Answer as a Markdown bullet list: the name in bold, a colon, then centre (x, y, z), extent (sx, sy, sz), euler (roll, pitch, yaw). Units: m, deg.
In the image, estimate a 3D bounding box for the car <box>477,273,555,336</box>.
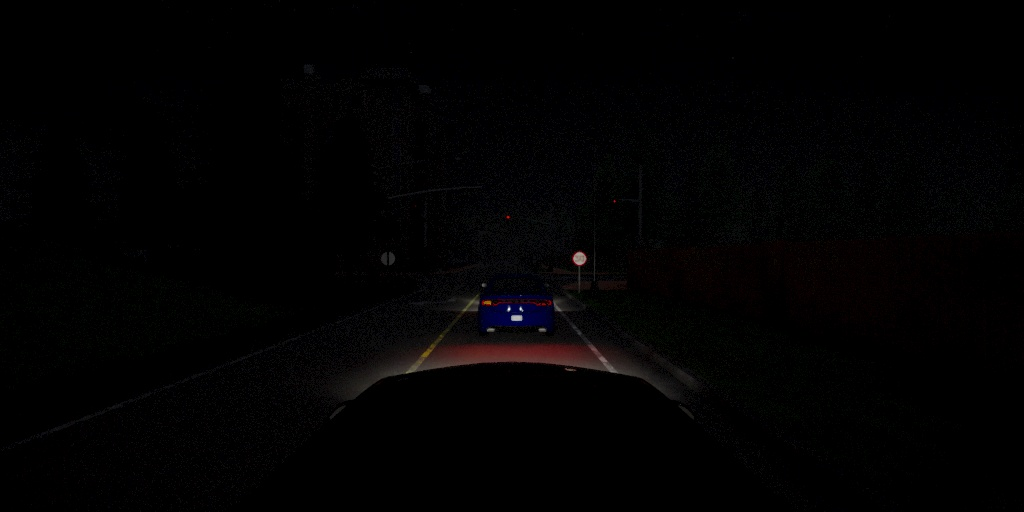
- **car**: centre (0.100, 1.228, 10.438), extent (1.882, 1.535, 5.008), euler (0, 0, 0)
